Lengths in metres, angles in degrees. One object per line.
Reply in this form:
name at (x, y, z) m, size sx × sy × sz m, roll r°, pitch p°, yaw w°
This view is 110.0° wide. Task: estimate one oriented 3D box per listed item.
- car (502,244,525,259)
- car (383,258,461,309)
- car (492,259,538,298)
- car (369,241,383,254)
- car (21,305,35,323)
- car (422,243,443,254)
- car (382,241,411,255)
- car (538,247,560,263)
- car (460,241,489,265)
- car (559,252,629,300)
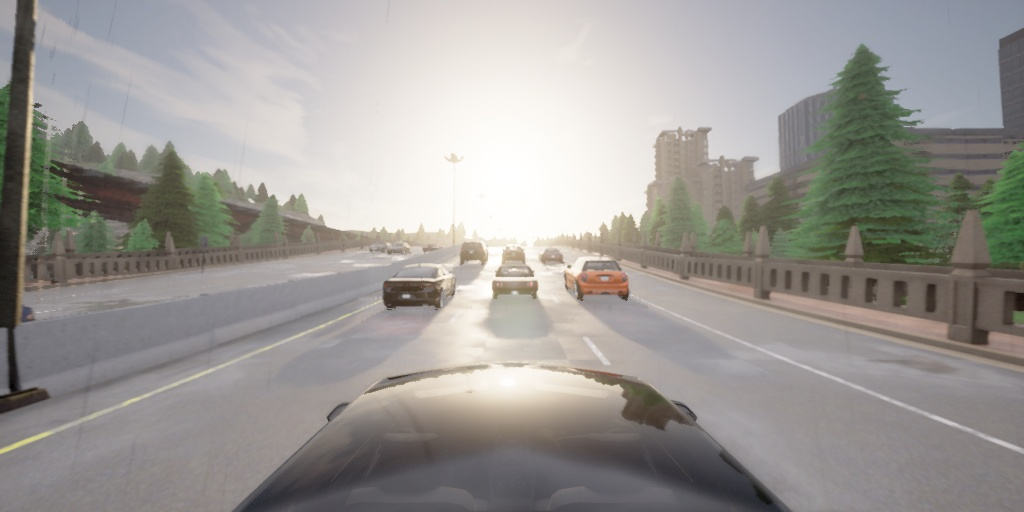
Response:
car at (0.143, -0.306, 33.199) m, size 2.097 × 1.767 × 4.553 m, roll 0°, pitch 4°, yaw 0°
car at (-3.385, 1.033, 13.944) m, size 1.882 × 1.535 × 5.008 m, roll 0°, pitch 2°, yaw 0°
car at (0.119, 1.047, 16.411) m, size 1.895 × 1.301 × 4.718 m, roll 0°, pitch 3°, yaw 0°
car at (-17.521, -1.182, 47.978) m, size 2.128 × 1.511 × 4.902 m, roll 0°, pitch 4°, yaw 0°
car at (-10.597, 1.304, 4.930) m, size 2.033 × 1.411 × 5.357 m, roll 0°, pitch 0°, yaw 0°
car at (-10.525, -1.045, 47.574) m, size 1.895 × 1.301 × 4.718 m, roll 0°, pitch 4°, yaw 0°
car at (-14.032, -0.937, 44.611) m, size 1.837 × 1.490 × 4.892 m, roll 0°, pitch 4°, yaw 0°
car at (3.644, -0.140, 33.871) m, size 1.994 × 1.385 × 4.181 m, roll 0°, pitch 4°, yaw 0°
car at (-3.357, -0.385, 32.465) m, size 2.150 × 2.045 × 5.566 m, roll 0°, pitch 4°, yaw 0°
car at (3.618, 0.810, 16.118) m, size 2.097 × 1.767 × 4.553 m, roll 0°, pitch 3°, yaw 0°
